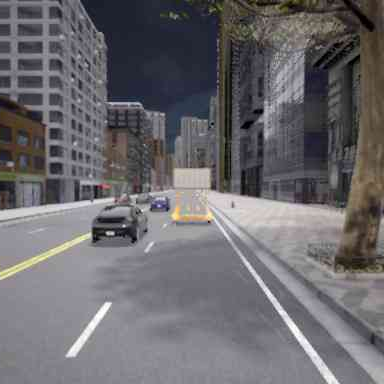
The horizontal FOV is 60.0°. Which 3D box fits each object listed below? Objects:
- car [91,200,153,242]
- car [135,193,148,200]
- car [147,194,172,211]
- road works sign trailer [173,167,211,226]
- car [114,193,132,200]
[{"bbox_3d":[-3.145,1.315,15.208,1.837,1.490,4.892,0,1,0],"label":"car"},{"bbox_3d":[-6.549,0.944,45.528,1.837,1.490,4.892,0,1,0],"label":"car"},{"bbox_3d":[-3.141,1.107,33.919,1.812,1.442,4.674,0,1,0],"label":"car"},{"bbox_3d":[0.006,0.206,20.844,2.380,3.560,2.880,0,1,0],"label":"road works sign trailer"},{"bbox_3d":[-9.792,0.943,47.383,1.812,1.442,4.674,0,1,0],"label":"car"}]
